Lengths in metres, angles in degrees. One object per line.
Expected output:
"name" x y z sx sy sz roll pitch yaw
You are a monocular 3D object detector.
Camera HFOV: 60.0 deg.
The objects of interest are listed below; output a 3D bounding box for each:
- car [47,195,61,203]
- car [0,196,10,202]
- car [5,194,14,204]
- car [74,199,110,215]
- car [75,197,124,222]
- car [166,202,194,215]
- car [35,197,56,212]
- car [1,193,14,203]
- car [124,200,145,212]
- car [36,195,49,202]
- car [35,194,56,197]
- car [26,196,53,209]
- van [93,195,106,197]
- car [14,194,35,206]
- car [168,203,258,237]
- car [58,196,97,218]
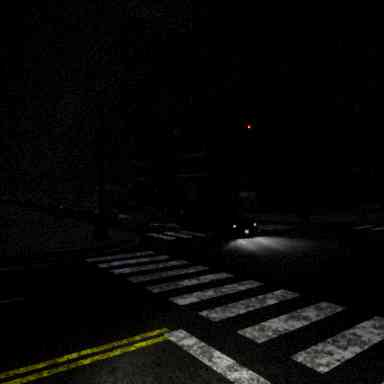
"car" -29.419 1.480 70.760 1.967 1.590 4.097 0 0 -35
"car" -42.349 1.601 75.087 1.802 1.307 4.206 0 0 -35
"car" -32.763 1.553 61.617 2.008 1.369 4.403 0 0 -35
"car" -10.527 1.539 34.751 2.033 1.411 5.357 0 0 -35
"car" -7.202 1.423 25.697 1.967 1.590 4.097 0 0 -35
"car" -0.663 1.581 30.349 1.947 1.339 4.313 0 0 -35
"car" -16.787 1.564 39.167 1.802 1.307 4.206 0 0 -35
"car" -39.153 1.558 70.597 1.887 1.381 4.507 0 0 -35
"car" -7.054 1.595 39.330 1.802 1.307 4.206 0 0 -35
"car" -35.810 1.491 79.741 1.967 1.590 4.097 0 0 -35
"car" -22.929 1.478 52.333 1.882 1.535 5.008 0 -1 -35
"car" -19.982 1.535 43.657 2.008 1.369 4.403 0 0 -35
"van" -13.444 1.357 48.310 1.690 1.788 3.998 0 0 -35
"car" -26.373 1.432 52.637 1.967 1.590 4.097 0 0 -35
"car" 1.128 1.544 18.396 2.033 1.411 5.357 0 0 -36
"car" -10.397 1.422 30.187 1.967 1.590 4.097 0 0 -35
